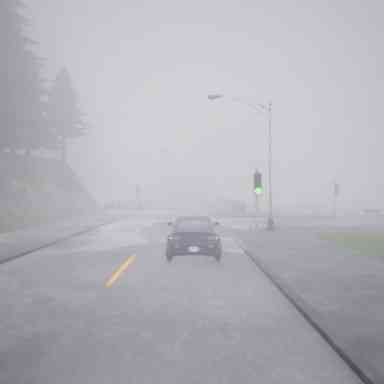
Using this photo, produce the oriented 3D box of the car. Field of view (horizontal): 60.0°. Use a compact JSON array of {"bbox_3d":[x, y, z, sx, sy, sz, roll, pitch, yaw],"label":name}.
[{"bbox_3d":[0.053,1.561,12.376,1.812,1.442,4.674,0,0,0],"label":"car"}]
